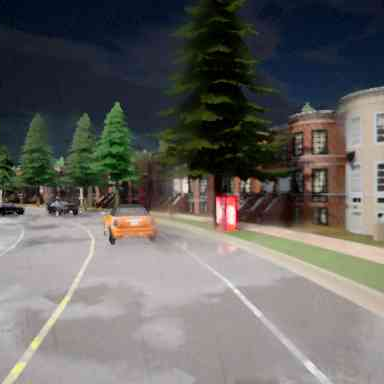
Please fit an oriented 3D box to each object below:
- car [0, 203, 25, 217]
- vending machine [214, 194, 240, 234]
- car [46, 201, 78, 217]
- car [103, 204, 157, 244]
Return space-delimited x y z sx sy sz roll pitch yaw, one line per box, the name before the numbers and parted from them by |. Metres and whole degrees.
car | -18.393 1.750 33.390 1.895 1.301 4.718 0 0 -44
vending machine | 1.941 1.184 18.517 1.100 2.100 0.880 0 0 -20
car | -12.803 1.611 32.665 1.837 1.490 4.892 0 0 -41
car | -3.165 1.380 16.375 2.097 1.767 4.553 -1 0 -19
